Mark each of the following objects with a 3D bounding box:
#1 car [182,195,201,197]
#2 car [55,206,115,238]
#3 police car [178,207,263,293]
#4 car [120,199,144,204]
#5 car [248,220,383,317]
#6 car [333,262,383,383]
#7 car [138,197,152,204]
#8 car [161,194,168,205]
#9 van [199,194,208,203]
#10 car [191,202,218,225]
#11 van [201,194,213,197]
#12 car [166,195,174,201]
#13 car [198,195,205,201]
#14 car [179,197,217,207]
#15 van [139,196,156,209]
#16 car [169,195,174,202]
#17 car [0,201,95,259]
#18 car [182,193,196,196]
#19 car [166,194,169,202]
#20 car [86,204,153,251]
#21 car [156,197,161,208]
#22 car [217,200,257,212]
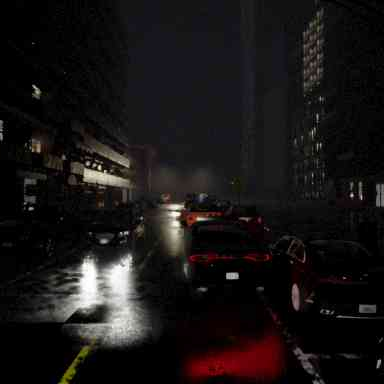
[{"bbox_3d":[-0.086,1.543,45.842,1.812,1.442,4.674,0,0,0],"label":"car"},{"bbox_3d":[-5.719,1.550,18.386,1.887,1.381,4.507,1,0,0],"label":"car"},{"bbox_3d":[0.665,1.427,9.043,1.930,1.638,5.238,0,0,-3],"label":"police car"},{"bbox_3d":[-5.744,1.576,29.526,1.947,1.339,4.313,1,0,0],"label":"car"},{"bbox_3d":[2.686,1.553,7.264,2.008,1.369,4.403,1,0,0],"label":"car"},{"bbox_3d":[2.698,1.551,1.696,2.008,1.369,4.403,1,0,0],"label":"car"},{"bbox_3d":[-5.756,1.563,35.095,2.008,1.369,4.403,1,0,0],"label":"car"},{"bbox_3d":[-5.805,1.574,57.373,2.008,1.369,4.403,1,0,0],"label":"car"},{"bbox_3d":[2.541,1.373,74.101,1.690,1.788,3.998,1,0,0],"label":"van"},{"bbox_3d":[0.845,1.534,24.947,1.812,1.442,4.674,0,0,0],"label":"car"},{"bbox_3d":[2.603,1.359,46.253,1.690,1.788,3.998,1,0,0],"label":"van"},{"bbox_3d":[-5.879,1.588,90.792,1.887,1.381,4.507,1,0,0],"label":"car"},{"bbox_3d":[2.501,1.569,90.979,1.752,1.417,4.829,1,0,0],"label":"car"},{"bbox_3d":[0.485,1.357,18.827,2.097,1.767,4.553,0,0,-7],"label":"car"},{"bbox_3d":[-5.765,1.356,40.666,1.690,1.788,3.998,1,0,0],"label":"van"},{"bbox_3d":[-5.839,1.347,74.083,2.192,1.841,5.009,1,0,0],"label":"car"},{"bbox_3d":[-5.703,1.319,12.816,2.192,1.841,5.009,1,0,0],"label":"car"},{"bbox_3d":[-0.131,1.245,59.447,2.150,2.045,5.566,0,0,0],"label":"car"},{"bbox_3d":[-5.817,1.551,62.774,1.752,1.417,4.829,1,0,0],"label":"car"},{"bbox_3d":[-3.133,1.496,14.301,2.128,1.511,4.902,0,0,0],"label":"car"},{"bbox_3d":[-5.780,1.543,46.065,1.752,1.417,4.829,1,0,0],"label":"car"},{"bbox_3d":[2.662,1.446,18.404,1.967,1.590,4.097,1,0,0],"label":"car"}]
